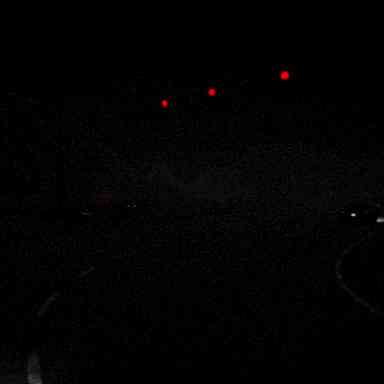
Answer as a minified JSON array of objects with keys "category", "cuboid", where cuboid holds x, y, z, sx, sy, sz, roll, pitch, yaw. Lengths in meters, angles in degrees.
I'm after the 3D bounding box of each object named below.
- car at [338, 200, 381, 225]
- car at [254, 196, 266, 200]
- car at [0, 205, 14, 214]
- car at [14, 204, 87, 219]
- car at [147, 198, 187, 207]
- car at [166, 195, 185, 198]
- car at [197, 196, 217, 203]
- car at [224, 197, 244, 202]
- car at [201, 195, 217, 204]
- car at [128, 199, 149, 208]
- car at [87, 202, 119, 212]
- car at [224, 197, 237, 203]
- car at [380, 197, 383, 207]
[{"category":"car","cuboid":[11.632,1.451,23.220,1.994,1.385,4.181,-1,0,35]},{"category":"car","cuboid":[13.741,1.592,66.762,1.994,1.385,4.181,-1,0,22]},{"category":"car","cuboid":[-16.125,1.948,33.099,2.033,1.411,5.357,-1,0,37]},{"category":"car","cuboid":[-11.555,1.802,27.497,1.837,1.490,4.892,-1,0,36]},{"category":"car","cuboid":[-2.843,1.763,39.449,1.994,1.385,4.181,-1,0,36]},{"category":"car","cuboid":[-3.159,1.501,56.971,2.150,2.045,5.566,-1,-1,34]},{"category":"car","cuboid":[2.713,1.666,59.700,1.882,1.535,5.008,-1,0,30]},{"category":"car","cuboid":[6.675,1.600,52.974,1.837,1.490,4.892,-1,-1,33]},{"category":"car","cuboid":[3.625,1.555,69.648,2.097,1.767,4.553,-1,0,22]},{"category":"car","cuboid":[-6.692,1.797,46.013,1.837,1.490,4.892,-1,0,36]},{"category":"car","cuboid":[-12.171,1.980,44.446,1.895,1.301,4.718,-1,0,36]},{"category":"car","cuboid":[8.646,1.738,73.741,1.895,1.301,4.718,-1,0,18]},{"category":"car","cuboid":[26.495,1.286,44.916,1.994,1.385,4.181,-1,0,30]}]
